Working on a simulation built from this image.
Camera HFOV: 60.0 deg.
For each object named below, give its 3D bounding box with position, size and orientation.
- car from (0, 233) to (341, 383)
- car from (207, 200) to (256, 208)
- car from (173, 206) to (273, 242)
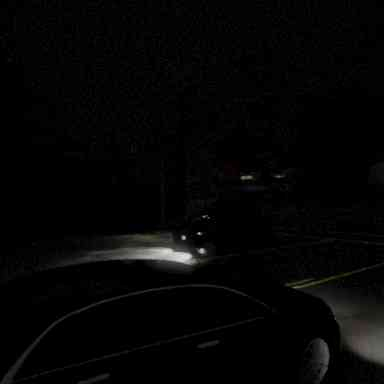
[{"bbox_3d":[-0.393,1.491,3.477,4.892,1.490,1.837,0,0,-35],"label":"car"},{"bbox_3d":[1.742,1.254,18.033,4.553,1.767,2.097,-1,1,-35],"label":"car"},{"bbox_3d":[1.328,1.496,13.468,4.181,1.385,1.994,0,0,-35],"label":"car"}]
